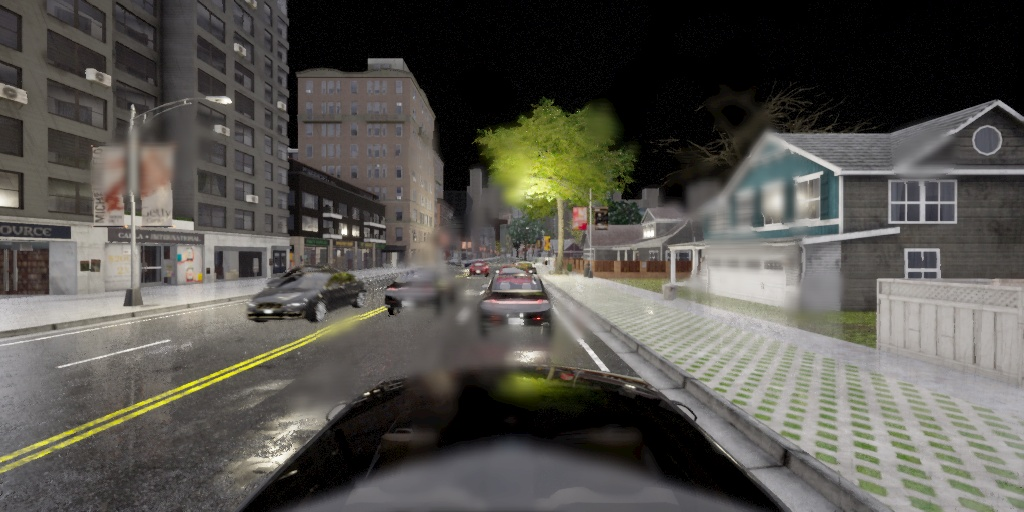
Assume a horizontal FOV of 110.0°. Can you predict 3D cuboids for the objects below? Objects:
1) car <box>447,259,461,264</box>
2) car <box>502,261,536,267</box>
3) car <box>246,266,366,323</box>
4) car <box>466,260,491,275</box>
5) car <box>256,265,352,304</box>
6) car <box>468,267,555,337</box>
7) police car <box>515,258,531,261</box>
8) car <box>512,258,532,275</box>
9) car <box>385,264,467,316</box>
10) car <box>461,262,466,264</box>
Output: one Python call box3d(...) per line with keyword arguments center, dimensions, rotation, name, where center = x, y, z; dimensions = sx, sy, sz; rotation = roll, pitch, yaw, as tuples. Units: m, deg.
box3d(center=(-9.757, 1.237, 61.142), dimensions=(2.033, 1.411, 5.357), rotation=(0, 0, 1), name="car")
box3d(center=(0.118, 1.219, 19.816), dimensions=(1.882, 1.535, 5.008), rotation=(0, 0, 0), name="car")
box3d(center=(-6.588, 1.252, 12.127), dimensions=(1.837, 1.490, 4.892), rotation=(0, 0, 0), name="car")
box3d(center=(-3.118, 1.249, 35.373), dimensions=(1.812, 1.442, 4.674), rotation=(0, 0, 0), name="car")
box3d(center=(-9.833, 1.248, 17.483), dimensions=(1.837, 1.490, 4.892), rotation=(0, 0, 0), name="car")
box3d(center=(0.111, 1.239, 10.312), dimensions=(2.128, 1.511, 4.902), rotation=(0, 0, 0), name="car")
box3d(center=(1.002, 1.156, 29.545), dimensions=(1.930, 1.638, 5.238), rotation=(0, 0, 0), name="police car")
box3d(center=(1.011, 1.069, 39.405), dimensions=(2.097, 1.767, 4.553), rotation=(0, 0, 0), name="car")
box3d(center=(-3.137, 1.238, 13.277), dimensions=(2.128, 1.511, 4.902), rotation=(0, 0, 0), name="car")
box3d(center=(-6.536, 1.295, 57.488), dimensions=(1.895, 1.301, 4.718), rotation=(0, 0, 0), name="car")
